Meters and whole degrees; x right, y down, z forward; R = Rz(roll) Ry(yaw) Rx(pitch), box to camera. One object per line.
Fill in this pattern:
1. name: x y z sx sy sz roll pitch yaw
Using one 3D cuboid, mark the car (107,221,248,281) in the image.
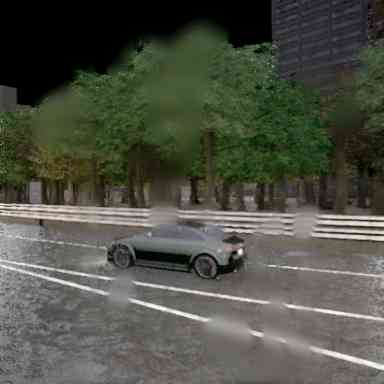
1. car: -0.471 1.581 9.894 4.181 1.385 1.994 0 0 27
